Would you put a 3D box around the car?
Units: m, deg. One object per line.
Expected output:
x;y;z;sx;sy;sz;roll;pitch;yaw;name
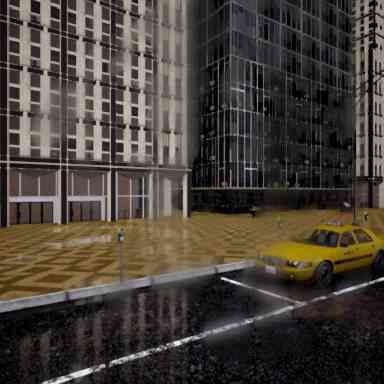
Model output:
3.830;1.526;9.271;4.829;1.417;1.752;0;0;-35;car
